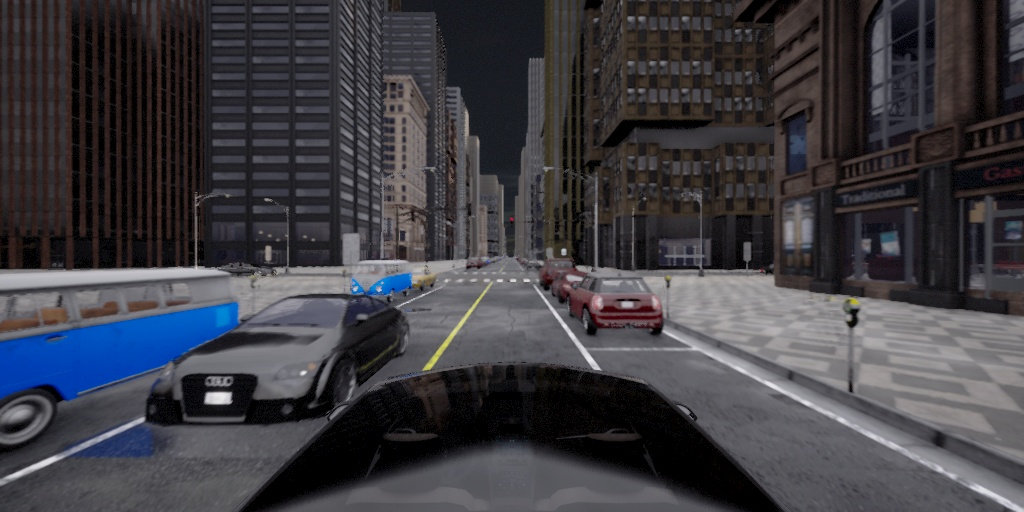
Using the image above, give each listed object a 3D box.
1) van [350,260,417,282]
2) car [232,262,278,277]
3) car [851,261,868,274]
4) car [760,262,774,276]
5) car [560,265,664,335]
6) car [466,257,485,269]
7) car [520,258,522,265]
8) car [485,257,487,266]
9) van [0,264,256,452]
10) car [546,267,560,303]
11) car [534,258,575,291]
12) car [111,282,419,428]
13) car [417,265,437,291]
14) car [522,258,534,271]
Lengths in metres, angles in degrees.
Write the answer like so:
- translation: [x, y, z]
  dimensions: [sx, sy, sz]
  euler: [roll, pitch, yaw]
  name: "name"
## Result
- translation: [-5.764, 1.083, 16.177]
  dimensions: [1.690, 1.789, 3.998]
  euler: [0, 0, 0]
  name: "van"
- translation: [-24.792, 1.346, 33.761]
  dimensions: [4.892, 1.490, 1.837]
  euler: [0, 0, 0]
  name: "car"
- translation: [34.285, 1.198, 37.105]
  dimensions: [5.357, 1.411, 2.033]
  euler: [0, 0, 0]
  name: "car"
- translation: [26.335, 1.192, 33.980]
  dimensions: [4.892, 1.490, 1.837]
  euler: [0, 0, 0]
  name: "car"
- translation: [2.762, 1.185, 10.511]
  dimensions: [1.967, 1.591, 4.097]
  euler: [0, 0, 0]
  name: "car"
- translation: [-5.768, 1.042, 54.469]
  dimensions: [2.192, 1.841, 5.009]
  euler: [0, 0, 0]
  name: "car"
- translation: [2.756, 1.277, 60.120]
  dimensions: [2.007, 1.370, 4.403]
  euler: [0, 0, 0]
  name: "car"
- translation: [-5.769, 1.166, 60.111]
  dimensions: [1.967, 1.591, 4.097]
  euler: [0, 0, 0]
  name: "car"
- translation: [-5.763, 1.089, 4.823]
  dimensions: [1.690, 1.789, 3.998]
  euler: [0, 0, 0]
  name: "van"
- translation: [2.761, 1.324, 16.188]
  dimensions: [1.802, 1.307, 4.207]
  euler: [0, 0, 0]
  name: "car"
- translation: [2.761, 1.054, 21.866]
  dimensions: [2.192, 1.841, 5.009]
  euler: [0, 0, 0]
  name: "car"
- translation: [-3.097, 1.311, 5.773]
  dimensions: [1.994, 1.385, 4.181]
  euler: [0, 0, 0]
  name: "car"
- translation: [-5.765, 1.264, 21.685]
  dimensions: [1.751, 1.417, 4.829]
  euler: [0, 0, 0]
  name: "car"
- translation: [2.757, 1.279, 48.839]
  dimensions: [2.007, 1.370, 4.403]
  euler: [0, 0, 0]
  name: "car"
